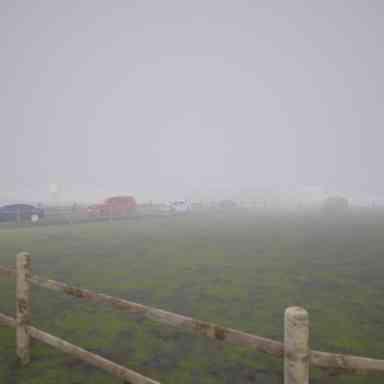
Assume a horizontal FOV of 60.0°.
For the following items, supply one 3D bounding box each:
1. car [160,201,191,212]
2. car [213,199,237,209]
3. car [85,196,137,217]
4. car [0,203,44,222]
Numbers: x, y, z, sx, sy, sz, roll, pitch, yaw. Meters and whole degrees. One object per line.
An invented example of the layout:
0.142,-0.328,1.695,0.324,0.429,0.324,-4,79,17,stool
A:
-1.996,1.818,41.925,1.812,1.442,4.674,0,0,36,car
5.152,1.896,51.626,2.128,1.511,4.902,0,0,37,car
-8.034,1.421,33.670,2.150,2.045,5.566,0,0,36,car
-13.955,1.590,25.505,1.882,1.535,5.008,0,0,35,car
